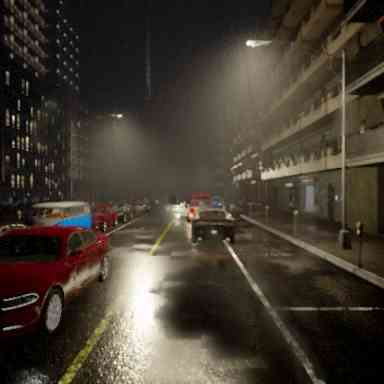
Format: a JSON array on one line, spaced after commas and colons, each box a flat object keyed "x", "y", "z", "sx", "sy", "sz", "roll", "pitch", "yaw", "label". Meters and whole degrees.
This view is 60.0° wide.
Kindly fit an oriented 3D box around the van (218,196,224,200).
[{"x": 2.671, "y": 1.344, "z": 36.655, "sx": 1.690, "sy": 1.788, "sz": 3.998, "roll": 0, "pitch": 0, "yaw": 0, "label": "van"}]

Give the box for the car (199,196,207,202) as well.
[{"x": 2.653, "y": 1.613, "z": 80.837, "sx": 1.947, "sy": 1.339, "sz": 4.313, "roll": 0, "pitch": 0, "yaw": 0, "label": "car"}]

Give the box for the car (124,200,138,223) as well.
[{"x": -5.704, "y": 1.564, "z": 25.605, "sx": 1.947, "sy": 1.339, "sz": 4.313, "roll": 0, "pitch": 0, "yaw": 0, "label": "car"}]

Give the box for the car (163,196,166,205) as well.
[{"x": -5.716, "y": 1.567, "z": 53.220, "sx": 2.008, "sy": 1.369, "sz": 4.403, "roll": 0, "pitch": 0, "yaw": 0, "label": "car"}]

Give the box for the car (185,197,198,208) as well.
[{"x": -0.019, "y": 1.519, "z": 48.818, "sx": 1.837, "sy": 1.490, "sz": 4.892, "roll": 0, "pitch": 0, "yaw": 0, "label": "car"}]

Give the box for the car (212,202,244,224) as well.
[{"x": 2.677, "y": 1.550, "z": 25.609, "sx": 2.008, "sy": 1.369, "sz": 4.403, "roll": 0, "pitch": 0, "yaw": 0, "label": "car"}]

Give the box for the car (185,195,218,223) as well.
[{"x": 0.645, "y": 1.346, "z": 25.902, "sx": 2.097, "sy": 1.767, "sz": 4.553, "roll": 0, "pitch": 0, "yaw": 0, "label": "car"}]

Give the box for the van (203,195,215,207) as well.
[{"x": 2.664, "y": 1.358, "z": 53.222, "sx": 1.690, "sy": 1.788, "sz": 3.998, "roll": 0, "pitch": 0, "yaw": 0, "label": "van"}]

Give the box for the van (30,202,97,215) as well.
[{"x": -5.700, "y": 1.339, "z": 14.559, "sx": 1.690, "sy": 1.788, "sz": 3.998, "roll": 0, "pitch": 0, "yaw": 0, "label": "van"}]

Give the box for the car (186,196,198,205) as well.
[{"x": -0.025, "y": 1.571, "z": 61.527, "sx": 2.033, "sy": 1.411, "sz": 5.357, "roll": 0, "pitch": 0, "yaw": 0, "label": "car"}]

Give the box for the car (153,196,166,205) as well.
[{"x": -5.719, "y": 1.461, "z": 58.743, "sx": 1.967, "sy": 1.590, "sz": 4.097, "roll": 0, "pitch": 0, "yaw": 0, "label": "car"}]

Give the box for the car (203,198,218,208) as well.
[{"x": 2.667, "y": 1.556, "z": 47.699, "sx": 1.887, "sy": 1.381, "sz": 4.507, "roll": 0, "pitch": 0, "yaw": 0, "label": "car"}]

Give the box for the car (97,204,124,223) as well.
[{"x": -5.702, "y": 1.542, "z": 20.082, "sx": 1.887, "sy": 1.381, "sz": 4.507, "roll": 0, "pitch": 0, "yaw": 0, "label": "car"}]

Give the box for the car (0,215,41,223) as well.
[{"x": -5.697, "y": 1.549, "z": 9.037, "sx": 2.008, "sy": 1.369, "sz": 4.403, "roll": 0, "pitch": 0, "yaw": 0, "label": "car"}]

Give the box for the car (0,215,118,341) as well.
[{"x": -3.104, "y": 1.476, "z": 6.889, "sx": 1.882, "sy": 1.535, "sz": 5.008, "roll": 0, "pitch": 0, "yaw": 0, "label": "car"}]

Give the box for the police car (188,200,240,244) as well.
[{"x": 0.893, "y": 1.423, "z": 16.047, "sx": 1.930, "sy": 1.638, "sz": 5.238, "roll": 0, "pitch": 0, "yaw": 0, "label": "police car"}]

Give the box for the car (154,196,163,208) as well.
[{"x": -5.714, "y": 1.562, "z": 47.696, "sx": 2.008, "sy": 1.369, "sz": 4.403, "roll": 0, "pitch": 0, "yaw": 0, "label": "car"}]

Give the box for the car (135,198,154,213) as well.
[{"x": -5.709, "y": 1.443, "z": 36.652, "sx": 1.967, "sy": 1.590, "sz": 4.097, "roll": 0, "pitch": 0, "yaw": 0, "label": "car"}]

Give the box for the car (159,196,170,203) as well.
[{"x": -5.723, "y": 1.598, "z": 69.788, "sx": 1.947, "sy": 1.339, "sz": 4.313, "roll": 0, "pitch": 0, "yaw": 0, "label": "car"}]

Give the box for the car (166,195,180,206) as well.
[{"x": -3.025, "y": 1.367, "z": 54.899, "sx": 2.097, "sy": 1.767, "sz": 4.553, "roll": 0, "pitch": 0, "yaw": 0, "label": "car"}]
